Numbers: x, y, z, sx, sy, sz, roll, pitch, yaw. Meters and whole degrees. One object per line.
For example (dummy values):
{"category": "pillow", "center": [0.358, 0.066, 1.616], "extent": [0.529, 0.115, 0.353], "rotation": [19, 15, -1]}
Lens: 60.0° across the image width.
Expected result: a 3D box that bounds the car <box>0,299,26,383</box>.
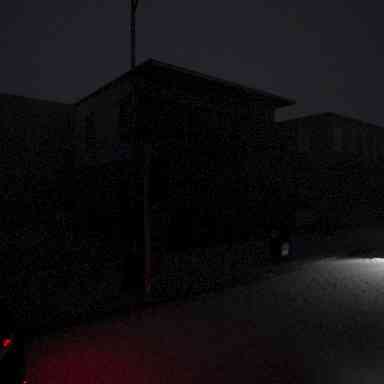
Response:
{"category": "car", "center": [-3.624, 1.492, 1.796], "extent": [4.902, 1.511, 2.128], "rotation": [0, 0, -39]}
